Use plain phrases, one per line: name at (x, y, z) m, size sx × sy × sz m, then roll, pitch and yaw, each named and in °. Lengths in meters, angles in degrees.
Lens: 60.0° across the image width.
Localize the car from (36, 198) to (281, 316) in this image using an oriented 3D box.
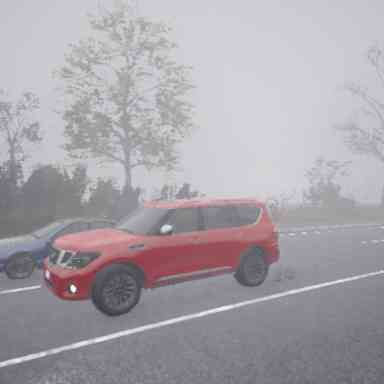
car at (-0.395, 1.193, 7.775) m, size 5.566 × 2.045 × 2.150 m, roll 0°, pitch 0°, yaw -33°

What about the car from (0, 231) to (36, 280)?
car at (-3.415, 1.508, 9.998) m, size 5.357 × 1.411 × 2.033 m, roll 0°, pitch 0°, yaw -34°
